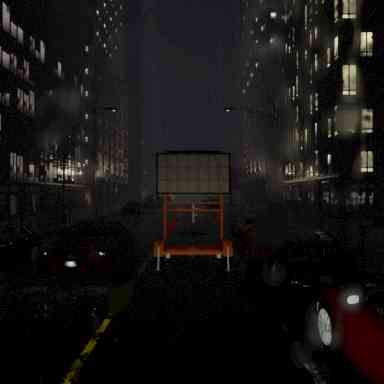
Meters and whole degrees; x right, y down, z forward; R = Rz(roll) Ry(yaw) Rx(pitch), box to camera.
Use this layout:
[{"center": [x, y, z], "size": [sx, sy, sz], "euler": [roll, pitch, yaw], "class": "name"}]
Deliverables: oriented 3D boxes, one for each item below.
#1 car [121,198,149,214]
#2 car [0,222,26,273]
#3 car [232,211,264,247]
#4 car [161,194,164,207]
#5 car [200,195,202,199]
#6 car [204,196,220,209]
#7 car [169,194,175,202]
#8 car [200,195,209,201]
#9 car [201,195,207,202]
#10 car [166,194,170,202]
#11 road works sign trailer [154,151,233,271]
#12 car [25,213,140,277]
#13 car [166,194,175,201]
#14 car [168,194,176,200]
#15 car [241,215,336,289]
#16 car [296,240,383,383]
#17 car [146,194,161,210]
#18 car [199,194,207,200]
[{"center": [-5.553, 1.527, 31.690], "size": [1.887, 1.381, 4.507], "euler": [0, 0, 0], "class": "car"}, {"center": [-5.648, 1.550, 8.987], "size": [2.008, 1.369, 4.403], "euler": [0, 0, 0], "class": "car"}, {"center": [2.757, 1.522, 14.791], "size": [1.752, 1.417, 4.829], "euler": [0, 0, 0], "class": "car"}, {"center": [-5.481, 1.274, 48.718], "size": [2.192, 1.841, 5.009], "euler": [0, 0, 0], "class": "car"}, {"center": [2.945, 1.519, 60.019], "size": [1.802, 1.307, 4.206], "euler": [1, 0, 0], "class": "car"}, {"center": [2.874, 1.533, 42.996], "size": [1.947, 1.339, 4.313], "euler": [0, 0, 0], "class": "car"}, {"center": [-5.386, 1.226, 71.420], "size": [2.192, 1.841, 5.009], "euler": [1, 0, 0], "class": "car"}, {"center": [3.039, 1.445, 82.718], "size": [1.947, 1.339, 4.313], "euler": [1, 0, 0], "class": "car"}, {"center": [2.921, 1.530, 54.345], "size": [1.802, 1.307, 4.206], "euler": [1, 0, 0], "class": "car"}, {"center": [-5.436, 1.519, 60.068], "size": [1.802, 1.307, 4.206], "euler": [1, 0, 0], "class": "car"}, {"center": [0.044, 0.463, 10.867], "size": [2.380, 3.560, 2.880], "euler": [0, 0, 0], "class": "road works sign trailer"}, {"center": [-2.960, 1.563, 10.110], "size": [1.994, 1.385, 4.181], "euler": [0, 0, 0], "class": "car"}, {"center": [-5.340, 1.320, 82.771], "size": [1.967, 1.590, 4.097], "euler": [1, 0, 0], "class": "car"}, {"center": [-5.318, 1.388, 88.277], "size": [1.752, 1.417, 4.829], "euler": [1, 0, 0], "class": "car"}, {"center": [2.732, 1.550, 8.945], "size": [2.008, 1.369, 4.403], "euler": [0, 0, 0], "class": "car"}, {"center": [2.709, 1.545, 3.271], "size": [1.887, 1.381, 4.507], "euler": [0, 0, 0], "class": "car"}, {"center": [-5.505, 1.407, 43.043], "size": [1.967, 1.590, 4.097], "euler": [0, 0, 0], "class": "car"}, {"center": [3.087, 1.389, 94.068], "size": [1.887, 1.381, 4.507], "euler": [1, 0, 0], "class": "car"}]
